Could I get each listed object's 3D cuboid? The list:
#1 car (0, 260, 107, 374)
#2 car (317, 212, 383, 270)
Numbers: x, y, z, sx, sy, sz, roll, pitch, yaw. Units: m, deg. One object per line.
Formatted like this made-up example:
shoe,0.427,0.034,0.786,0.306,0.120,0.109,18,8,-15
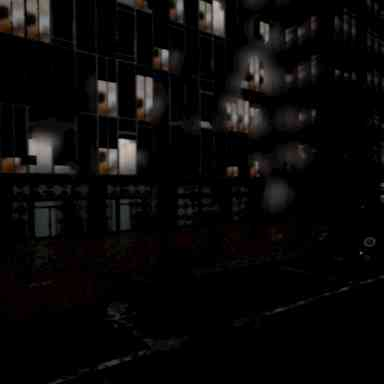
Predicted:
car,-3.537,1.528,4.045,4.829,1.417,1.752,0,0,-36
car,5.851,1.386,10.750,4.097,1.590,1.967,0,0,-36
